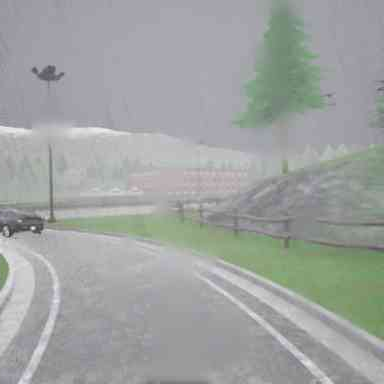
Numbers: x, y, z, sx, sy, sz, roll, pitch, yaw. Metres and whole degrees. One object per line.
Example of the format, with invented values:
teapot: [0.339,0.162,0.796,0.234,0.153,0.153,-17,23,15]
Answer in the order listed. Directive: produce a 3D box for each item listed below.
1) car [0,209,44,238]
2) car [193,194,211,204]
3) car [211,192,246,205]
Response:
car: [-10.511,1.745,19.326,4.892,1.490,1.837,-1,-1,36]
car: [2.319,1.228,59.996,4.553,1.767,2.097,-1,0,-36]
car: [6.400,1.002,54.330,5.566,2.045,2.150,-1,0,-36]
